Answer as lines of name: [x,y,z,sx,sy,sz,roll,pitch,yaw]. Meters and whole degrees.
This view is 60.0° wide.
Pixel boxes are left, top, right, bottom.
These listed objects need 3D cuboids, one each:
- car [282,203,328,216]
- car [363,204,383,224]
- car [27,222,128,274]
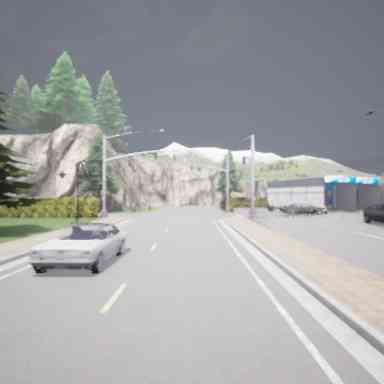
car: [12.658,1.984,37.400,4.902,1.511,2.128,0,-1,2]
car: [14.324,1.669,24.347,2.007,1.523,4.514,0,-1,1]
car: [-3.522,1.738,11.154,1.895,1.301,4.718,0,-1,1]
